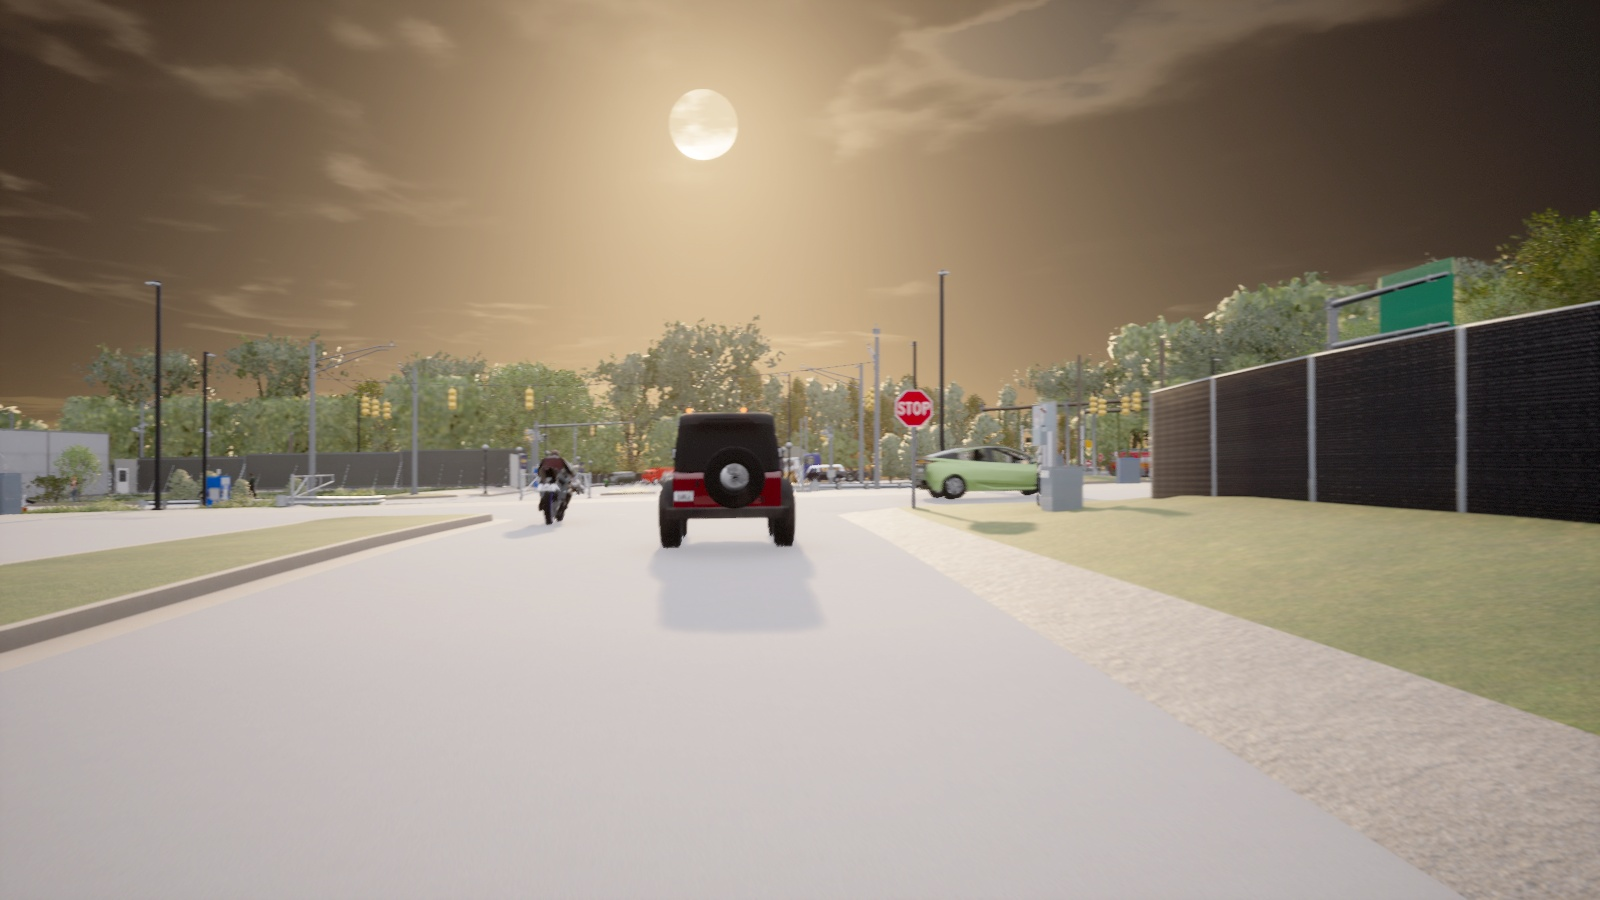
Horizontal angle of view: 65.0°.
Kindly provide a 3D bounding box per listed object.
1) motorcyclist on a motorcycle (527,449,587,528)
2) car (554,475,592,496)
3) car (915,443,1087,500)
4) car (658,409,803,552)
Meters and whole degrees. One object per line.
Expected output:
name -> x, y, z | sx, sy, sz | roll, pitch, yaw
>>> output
motorcyclist on a motorcycle -> -4.905, 0.765, 25.504 | 0.866, 1.530, 2.191 | -1, -1, -3
car -> -16.707, 2.579, 92.678 | 2.033, 1.411, 5.357 | -1, -1, -3
car -> 5.815, 0.612, 36.646 | 4.514, 1.525, 2.007 | -1, -1, -9
car -> -1.022, 0.409, 18.600 | 1.905, 1.878, 3.866 | -1, 0, -3
